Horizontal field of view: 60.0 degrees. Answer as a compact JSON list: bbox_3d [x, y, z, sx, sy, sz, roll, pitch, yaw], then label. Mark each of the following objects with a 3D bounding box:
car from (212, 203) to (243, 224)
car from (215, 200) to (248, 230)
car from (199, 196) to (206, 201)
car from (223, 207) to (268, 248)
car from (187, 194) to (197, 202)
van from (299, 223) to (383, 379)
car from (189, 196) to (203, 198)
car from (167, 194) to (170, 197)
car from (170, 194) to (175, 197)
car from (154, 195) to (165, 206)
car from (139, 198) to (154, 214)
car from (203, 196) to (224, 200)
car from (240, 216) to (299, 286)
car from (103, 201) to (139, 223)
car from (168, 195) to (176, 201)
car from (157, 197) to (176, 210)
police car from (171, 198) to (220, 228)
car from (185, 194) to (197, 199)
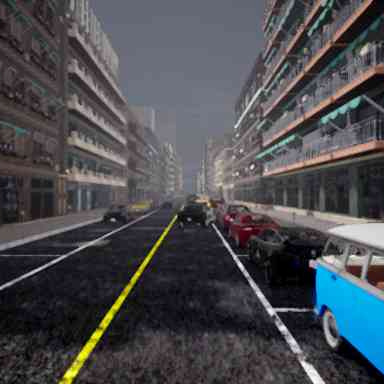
[{"bbox_3d":[2.692,1.612,26.163,2.008,1.369,4.403,0,0,0],"label":"car"},{"bbox_3d":[2.692,1.489,20.528,1.967,1.590,4.097,0,0,0],"label":"car"},{"bbox_3d":[2.691,1.708,88.334,1.752,1.417,4.829,0,0,0],"label":"car"},{"bbox_3d":[2.692,1.581,14.891,1.887,1.381,4.507,0,0,0],"label":"car"},{"bbox_3d":[-0.001,1.385,74.010,2.097,1.767,4.553,0,0,0],"label":"car"},{"bbox_3d":[2.693,1.350,3.619,1.690,1.788,3.998,0,0,0],"label":"van"},{"bbox_3d":[0.829,1.544,38.843,1.801,1.575,5.366,0,0,-1],"label":"car"},{"bbox_3d":[-5.688,1.445,59.987,2.192,1.841,5.009,0,0,0],"label":"car"},{"bbox_3d":[-5.688,1.498,88.169,2.192,1.841,5.009,0,0,0],"label":"car"},{"bbox_3d":[-5.689,1.559,54.350,1.967,1.590,4.097,0,0,0],"label":"car"},{"bbox_3d":[-5.689,1.610,37.270,1.752,1.417,4.829,0,0,0],"label":"car"},{"bbox_3d":[2.693,1.400,37.437,2.192,1.841,5.009,0,0,0],"label":"car"},{"bbox_3d":[2.691,1.589,9.254,1.947,1.339,4.313,0,0,0],"label":"car"},{"bbox_3d":[-5.689,1.627,26.166,1.947,1.339,4.313,0,0,0],"label":"car"},{"bbox_3d":[-5.689,1.633,93.804,1.967,1.590,4.097,0,0,0],"label":"car"},{"bbox_3d":[-3.088,1.663,44.064,1.994,1.385,4.181,0,0,0],"label":"car"},{"bbox_3d":[0.388,1.476,22.998,1.930,1.638,5.238,-1,0,13],"label":"police car"},{"bbox_3d":[0.000,1.350,59.070,2.150,2.045,5.566,0,0,0],"label":"car"}]
